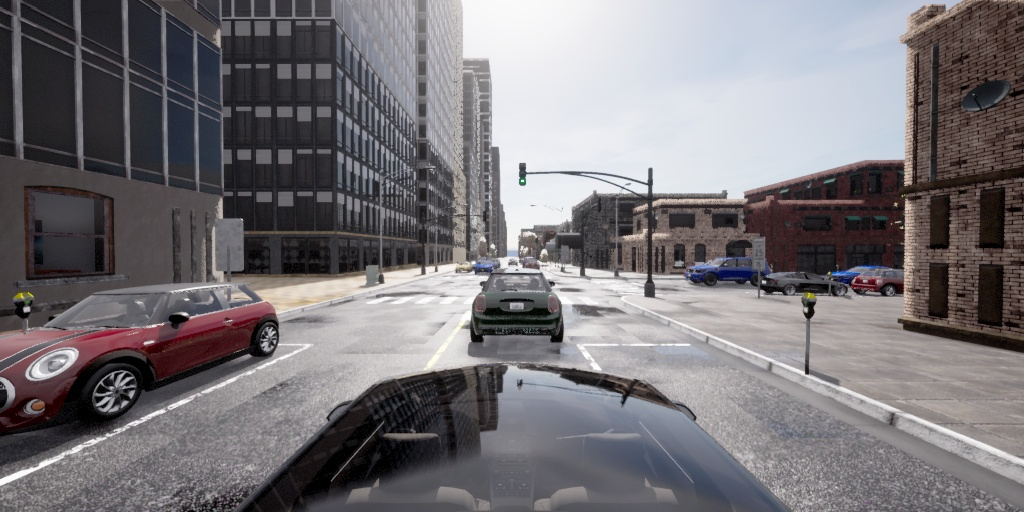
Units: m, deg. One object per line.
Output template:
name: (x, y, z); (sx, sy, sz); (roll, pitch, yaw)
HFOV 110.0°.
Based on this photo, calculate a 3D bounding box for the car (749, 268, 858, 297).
car: (16.436, 1.547, 20.402); (4.313, 1.339, 1.948); (0, 0, 1)

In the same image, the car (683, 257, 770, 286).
car: (15.763, 1.105, 26.190); (5.566, 2.045, 2.150); (1, 1, 1)

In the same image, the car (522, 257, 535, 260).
car: (2.754, 1.178, 49.082); (1.967, 1.591, 4.097); (0, 0, 0)

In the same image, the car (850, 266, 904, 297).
car: (21.984, 1.474, 20.323); (4.097, 1.591, 1.967); (0, 0, 1)

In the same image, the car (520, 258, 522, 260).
car: (2.769, 1.051, 60.370); (2.192, 1.841, 5.009); (0, 0, 0)

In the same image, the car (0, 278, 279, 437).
car: (-5.687, 1.189, 5.557); (1.967, 1.591, 4.097); (0, 0, 0)

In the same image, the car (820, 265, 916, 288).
car: (25.731, 1.456, 26.051); (5.008, 1.535, 1.882); (1, 1, 1)

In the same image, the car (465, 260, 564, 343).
car: (0.146, 1.100, 9.857); (2.097, 1.767, 4.553); (0, 0, 1)

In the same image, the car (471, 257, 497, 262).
car: (-3.050, 1.218, 39.838); (1.882, 1.535, 5.008); (0, 0, 0)

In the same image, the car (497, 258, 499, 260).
car: (-3.032, 1.091, 49.752); (2.097, 1.767, 4.553); (0, 0, 0)

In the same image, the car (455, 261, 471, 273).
car: (-5.772, 1.265, 43.335); (1.751, 1.417, 4.829); (0, 0, 0)
